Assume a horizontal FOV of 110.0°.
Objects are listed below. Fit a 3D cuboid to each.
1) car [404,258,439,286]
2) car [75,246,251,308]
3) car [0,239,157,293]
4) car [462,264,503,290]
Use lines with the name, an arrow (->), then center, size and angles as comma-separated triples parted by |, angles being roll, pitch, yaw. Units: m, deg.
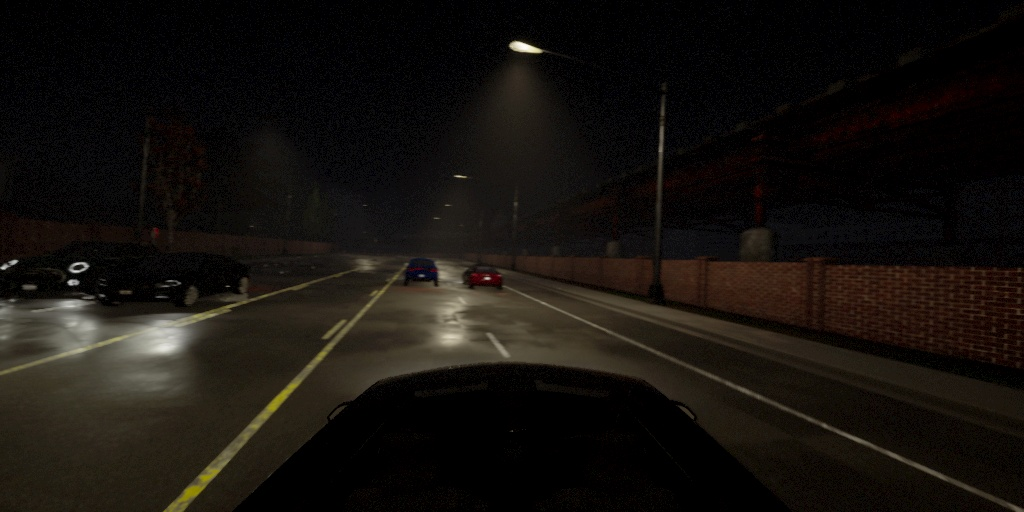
car -> -5.461, 0.872, 21.733 | 1.882, 1.535, 5.008 | 3, 0, -14
car -> -10.258, 0.605, 11.392 | 1.882, 1.535, 5.008 | 3, 0, -14
car -> -14.072, 0.252, 12.265 | 2.097, 1.767, 4.553 | 3, 0, -14
car -> -1.839, 1.173, 21.643 | 1.994, 1.385, 4.181 | 3, 0, -14
